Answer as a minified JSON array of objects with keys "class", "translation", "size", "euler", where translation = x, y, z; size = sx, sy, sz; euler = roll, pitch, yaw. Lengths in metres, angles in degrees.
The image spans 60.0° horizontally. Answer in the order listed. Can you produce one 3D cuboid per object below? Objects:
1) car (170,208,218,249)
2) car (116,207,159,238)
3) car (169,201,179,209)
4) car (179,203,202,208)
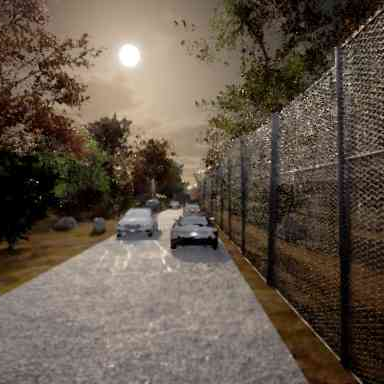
[{"class":"car","translation":[0.080,1.615,14.902],"size":[1.994,1.385,4.181],"euler":[0,0,0]},{"class":"car","translation":[-2.880,1.603,18.388],"size":[1.812,1.442,4.674],"euler":[0,0,0]},{"class":"car","translation":[-3.060,2.394,60.535],"size":[2.128,1.511,4.902],"euler":[0,-2,0]},{"class":"car","translation":[0.012,1.817,33.361],"size":[2.033,1.411,5.357],"euler":[0,-1,0]}]
